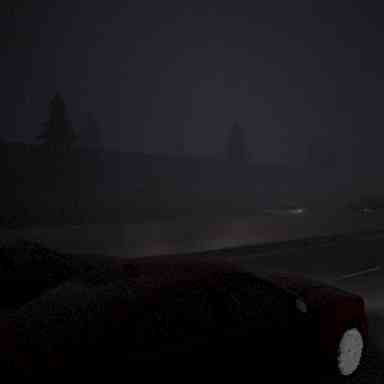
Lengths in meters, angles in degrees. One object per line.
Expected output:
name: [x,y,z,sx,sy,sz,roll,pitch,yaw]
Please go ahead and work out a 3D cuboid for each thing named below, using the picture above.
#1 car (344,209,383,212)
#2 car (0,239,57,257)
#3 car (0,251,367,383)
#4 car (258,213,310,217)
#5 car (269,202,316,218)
car: [14.552,1.349,27.274,5.566,2.045,2.150,1,0,-35]
car: [-3.284,1.550,5.704,5.357,1.411,2.033,0,0,-35]
car: [0.046,1.487,3.788,5.008,1.535,1.882,0,0,-35]
car: [7.283,1.622,26.387,4.674,1.442,1.812,0,0,-35]
car: [9.859,1.723,32.523,4.718,1.301,1.895,0,0,-35]
